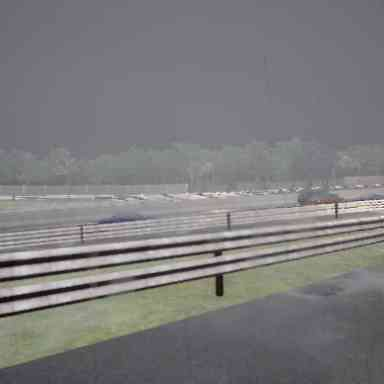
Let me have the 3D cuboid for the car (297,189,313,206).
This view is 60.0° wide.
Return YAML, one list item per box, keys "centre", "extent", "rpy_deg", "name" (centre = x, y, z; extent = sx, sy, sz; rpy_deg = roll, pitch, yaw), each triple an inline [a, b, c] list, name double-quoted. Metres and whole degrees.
- centre: [16.131, 0.672, 42.632]
  extent: [5.566, 2.045, 2.150]
  rpy_deg: [-3, 2, -21]
  name: "car"

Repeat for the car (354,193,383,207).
- centre: [20.255, 0.899, 36.732]
  extent: [5.008, 1.535, 1.882]
  rpy_deg: [-3, 2, -21]
  name: "car"

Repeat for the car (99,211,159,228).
- centre: [-5.008, 2.253, 26.805]
  extent: [5.008, 1.535, 1.882]
  rpy_deg: [-3, 2, -21]
  name: "car"

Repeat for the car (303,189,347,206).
- centre: [15.769, 0.932, 38.729]
  extent: [4.553, 1.767, 2.097]
  rpy_deg: [-3, 2, -21]
  name: "car"
